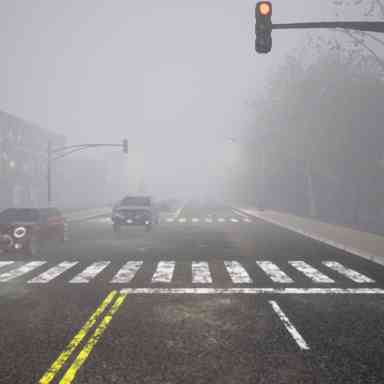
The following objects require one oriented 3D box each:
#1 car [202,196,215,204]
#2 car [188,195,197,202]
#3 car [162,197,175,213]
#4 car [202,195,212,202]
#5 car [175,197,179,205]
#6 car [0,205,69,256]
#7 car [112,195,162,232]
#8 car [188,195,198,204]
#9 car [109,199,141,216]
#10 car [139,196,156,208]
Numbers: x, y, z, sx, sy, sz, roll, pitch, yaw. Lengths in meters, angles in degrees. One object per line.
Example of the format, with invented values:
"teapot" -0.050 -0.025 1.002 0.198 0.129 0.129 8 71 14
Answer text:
"car" 3.429 1.576 64.693 1.895 1.301 4.718 0 0 0
"car" 0.094 1.494 74.636 2.128 1.511 4.902 0 0 0
"car" -3.305 1.552 36.805 1.994 1.385 4.181 0 0 0
"car" 3.341 1.510 74.711 2.033 1.411 5.357 0 0 0
"car" -3.256 1.542 58.607 1.994 1.385 4.181 0 0 0
"car" -6.585 1.350 13.090 2.097 1.767 4.553 0 0 0
"car" -3.326 1.219 20.500 2.150 2.045 5.566 0 0 0
"car" 0.175 1.576 64.870 1.895 1.301 4.718 0 0 0
"car" -6.561 1.479 33.172 2.128 1.511 4.902 0 0 0
"car" -6.536 1.460 49.780 1.882 1.535 5.008 0 0 0
